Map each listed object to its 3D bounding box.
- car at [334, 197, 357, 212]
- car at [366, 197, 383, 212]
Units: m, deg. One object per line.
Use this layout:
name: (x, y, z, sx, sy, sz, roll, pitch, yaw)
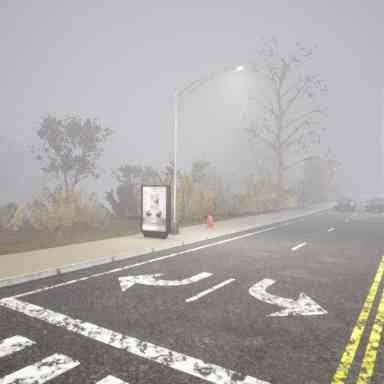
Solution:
car: (18.466, 1.389, 39.926, 2.097, 1.767, 4.553, 0, 0, 30)
car: (21.280, 1.392, 38.300, 2.097, 1.767, 4.553, 0, 0, 30)
